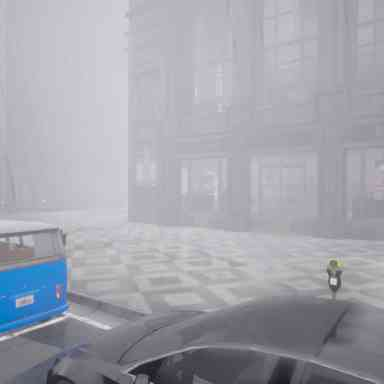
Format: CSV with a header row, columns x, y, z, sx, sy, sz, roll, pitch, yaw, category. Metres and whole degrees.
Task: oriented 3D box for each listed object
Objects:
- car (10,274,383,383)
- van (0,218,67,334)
x,y,z,sx,sy,sz,roll,pitch,yaw,category
0.671,1.566,2.594,4.313,1.339,1.947,0,0,36,car
-3.922,1.340,5.882,3.998,1.788,1.690,0,0,36,van
